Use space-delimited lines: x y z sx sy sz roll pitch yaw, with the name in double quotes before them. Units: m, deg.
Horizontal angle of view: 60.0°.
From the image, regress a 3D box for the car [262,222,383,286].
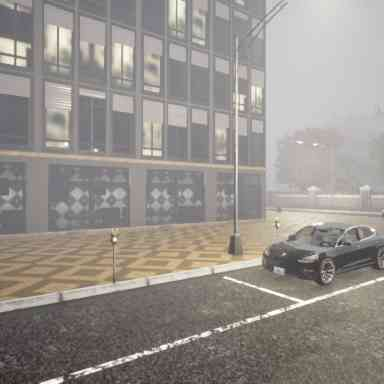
"car" 3.914 1.562 9.438 4.313 1.339 1.947 0 0 -35
